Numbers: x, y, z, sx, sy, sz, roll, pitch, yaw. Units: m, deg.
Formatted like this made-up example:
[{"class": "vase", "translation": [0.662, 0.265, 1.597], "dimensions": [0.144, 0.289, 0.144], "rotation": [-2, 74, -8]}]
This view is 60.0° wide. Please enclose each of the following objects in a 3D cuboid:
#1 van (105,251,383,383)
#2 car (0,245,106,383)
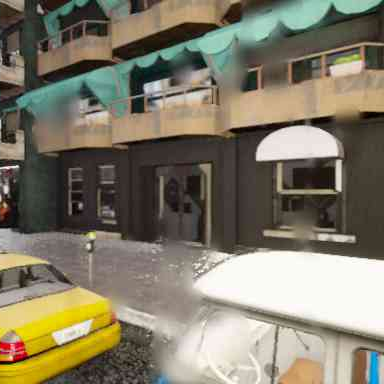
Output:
[{"class": "van", "translation": [1.592, 1.345, 1.596], "dimensions": [3.998, 1.788, 1.690], "rotation": [0, 0, 35]}, {"class": "car", "translation": [-3.184, 1.488, 4.994], "dimensions": [4.829, 1.417, 1.752], "rotation": [0, 0, 35]}]
